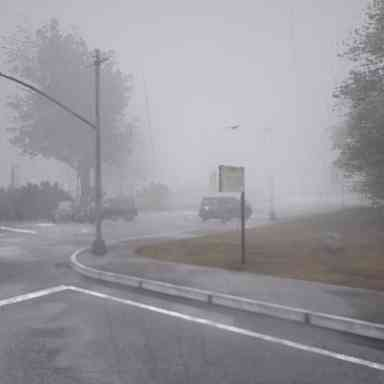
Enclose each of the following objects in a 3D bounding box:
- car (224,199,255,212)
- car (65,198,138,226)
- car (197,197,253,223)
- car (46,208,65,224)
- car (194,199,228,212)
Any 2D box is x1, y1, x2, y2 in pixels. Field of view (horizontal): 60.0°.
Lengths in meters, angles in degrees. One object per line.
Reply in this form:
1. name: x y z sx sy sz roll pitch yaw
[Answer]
1. car: 6.236 1.709 43.465 1.837 1.490 4.892 -1 0 37
2. car: -6.895 1.490 26.820 2.150 2.045 5.566 -1 0 39
3. car: 2.779 1.395 27.529 2.150 2.045 5.566 -1 0 39
4. car: -10.147 1.877 28.357 1.994 1.385 4.181 -1 0 39
5. car: 2.557 1.748 44.422 2.128 1.511 4.902 -1 0 38
